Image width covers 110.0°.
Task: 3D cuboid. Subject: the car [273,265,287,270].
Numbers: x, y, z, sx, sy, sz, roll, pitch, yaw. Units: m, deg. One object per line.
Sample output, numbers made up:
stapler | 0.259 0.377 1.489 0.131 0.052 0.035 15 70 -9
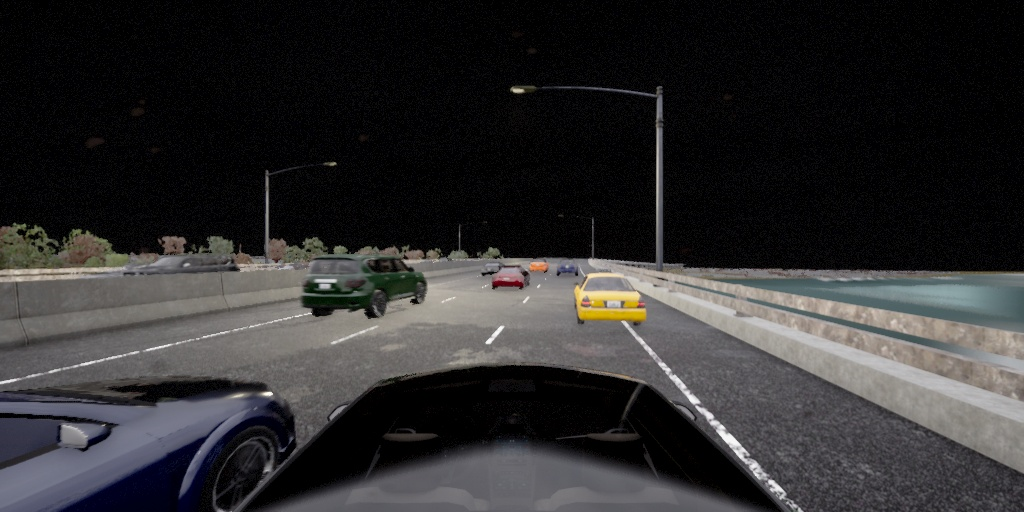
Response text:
car | -14.322 1.266 23.164 1.812 1.442 4.674 0 0 9

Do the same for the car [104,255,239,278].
car | -18.335 0.960 20.112 2.150 2.045 5.566 0 0 9

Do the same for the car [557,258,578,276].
car | 5.818 1.101 37.468 2.097 1.767 4.553 0 0 10

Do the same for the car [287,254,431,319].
car | -5.036 0.966 13.078 2.150 2.045 5.566 0 0 8

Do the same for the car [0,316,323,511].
car | -3.157 1.313 1.610 1.994 1.385 4.181 0 0 8

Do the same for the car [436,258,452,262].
car | -11.594 1.120 61.204 2.097 1.767 4.553 0 0 10

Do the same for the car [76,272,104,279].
car | -21.772 1.229 20.773 2.128 1.511 4.902 0 0 9

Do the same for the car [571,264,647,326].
car | 2.964 1.202 11.648 1.801 1.575 5.366 0 0 8

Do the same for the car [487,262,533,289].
car | 0.005 1.309 22.975 1.994 1.385 4.181 0 0 9

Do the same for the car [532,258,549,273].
car | 3.374 1.104 43.903 2.097 1.767 4.553 0 0 9

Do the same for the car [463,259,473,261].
car | -7.739 1.297 62.881 1.812 1.442 4.674 0 0 10

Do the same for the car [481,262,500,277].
car | -1.655 1.293 34.972 2.033 1.411 5.357 0 0 9
